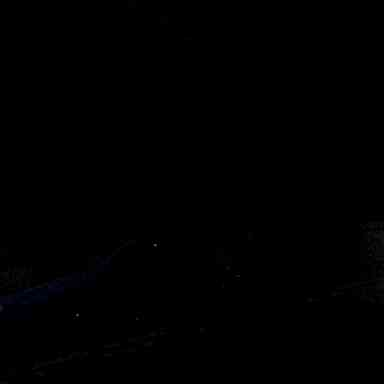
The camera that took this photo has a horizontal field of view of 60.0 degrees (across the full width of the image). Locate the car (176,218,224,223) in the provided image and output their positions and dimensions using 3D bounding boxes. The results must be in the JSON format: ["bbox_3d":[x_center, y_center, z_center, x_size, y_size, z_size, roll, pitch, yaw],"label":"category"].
[{"bbox_3d":[0.082,1.609,11.352,4.181,1.385,1.994,1,0,-32],"label":"car"}]

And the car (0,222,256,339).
[{"bbox_3d":[-1.124,1.561,6.759,5.357,1.411,2.033,1,0,-34],"label":"car"}]
